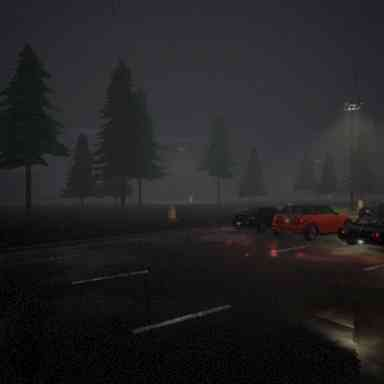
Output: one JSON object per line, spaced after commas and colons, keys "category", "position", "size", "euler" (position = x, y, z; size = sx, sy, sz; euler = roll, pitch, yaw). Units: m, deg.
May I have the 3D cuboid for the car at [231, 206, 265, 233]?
{"category": "car", "position": [4.312, 1.534, 19.614], "size": [4.674, 1.442, 1.812], "euler": [0, 0, -40]}

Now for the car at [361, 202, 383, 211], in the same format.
{"category": "car", "position": [16.218, 1.573, 28.753], "size": [4.181, 1.385, 1.994], "euler": [0, 0, -35]}

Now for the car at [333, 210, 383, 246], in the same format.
{"category": "car", "position": [8.293, 1.617, 14.084], "size": [4.718, 1.301, 1.895], "euler": [0, 0, -35]}

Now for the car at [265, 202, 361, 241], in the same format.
{"category": "car", "position": [6.212, 1.367, 16.898], "size": [4.553, 1.767, 2.097], "euler": [0, 0, -35]}
